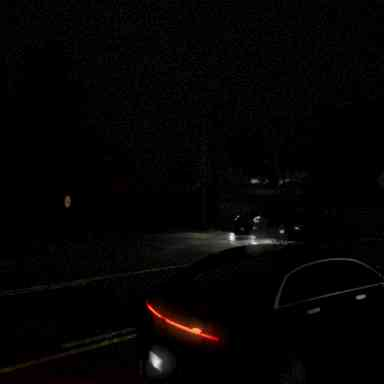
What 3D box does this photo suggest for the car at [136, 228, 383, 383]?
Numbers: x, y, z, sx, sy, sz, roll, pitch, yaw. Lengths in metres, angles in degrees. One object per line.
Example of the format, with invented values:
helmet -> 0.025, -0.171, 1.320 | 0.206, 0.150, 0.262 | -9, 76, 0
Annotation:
car -> 1.595, 1.537, 4.886 | 4.892, 1.490, 1.837 | 1, 0, -36

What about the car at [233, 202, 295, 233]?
car -> 4.658, 1.519, 20.085 | 4.553, 1.767, 2.097 | 0, 0, -35

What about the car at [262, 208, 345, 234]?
car -> 5.812, 1.672, 16.624 | 4.181, 1.385, 1.994 | 0, 0, -35
